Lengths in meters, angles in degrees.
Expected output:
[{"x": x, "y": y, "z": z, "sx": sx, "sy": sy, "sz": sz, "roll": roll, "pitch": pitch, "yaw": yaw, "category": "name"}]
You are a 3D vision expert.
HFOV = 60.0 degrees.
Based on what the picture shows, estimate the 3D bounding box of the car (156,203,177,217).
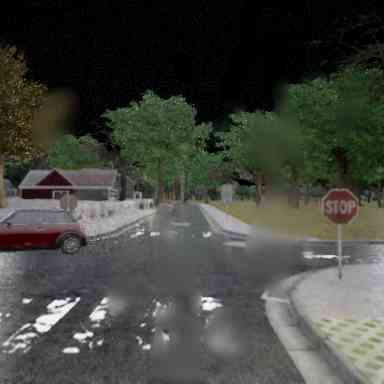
[{"x": -2.757, "y": 1.935, "z": 36.080, "sx": 1.837, "sy": 1.490, "sz": 4.892, "roll": 0, "pitch": 0, "yaw": 0, "category": "car"}]

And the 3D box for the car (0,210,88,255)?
[{"x": -6.408, "y": 1.450, "z": 12.650, "sx": 4.553, "sy": 1.767, "sz": 2.097, "roll": 3, "pitch": -4, "yaw": -27, "category": "car"}]
